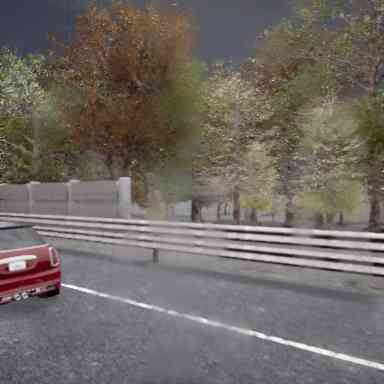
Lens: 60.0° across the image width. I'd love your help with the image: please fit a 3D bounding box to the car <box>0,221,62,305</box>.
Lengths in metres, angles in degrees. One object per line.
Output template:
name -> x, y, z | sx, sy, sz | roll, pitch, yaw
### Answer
car -> -4.989, 1.419, 7.438 | 4.553, 1.767, 2.097 | -1, 0, 35
